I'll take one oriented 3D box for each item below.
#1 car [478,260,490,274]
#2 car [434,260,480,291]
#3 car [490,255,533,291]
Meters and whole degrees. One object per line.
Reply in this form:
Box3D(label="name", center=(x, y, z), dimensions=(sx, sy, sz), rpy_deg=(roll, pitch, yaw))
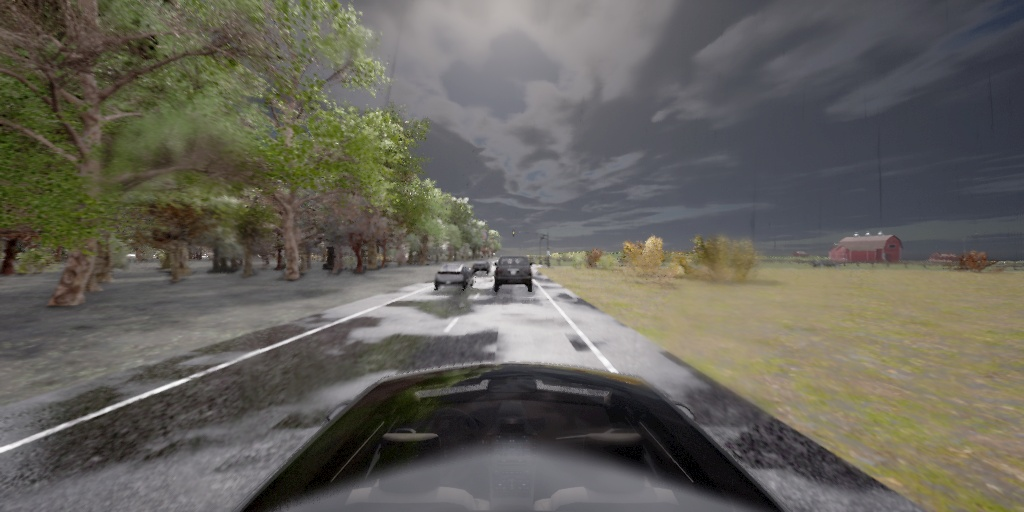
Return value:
Box3D(label="car", center=(-3.383, 1.208, 40.550), dimensions=(1.837, 1.490, 4.892), rpy_deg=(0, 0, 0))
Box3D(label="car", center=(-3.413, 1.223, 21.700), dimensions=(2.128, 1.511, 4.902), rpy_deg=(0, 0, 0))
Box3D(label="car", center=(0.086, 0.954, 21.609), dimensions=(2.150, 2.045, 5.566), rpy_deg=(0, 0, 0))
